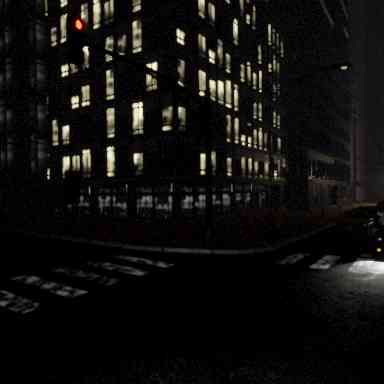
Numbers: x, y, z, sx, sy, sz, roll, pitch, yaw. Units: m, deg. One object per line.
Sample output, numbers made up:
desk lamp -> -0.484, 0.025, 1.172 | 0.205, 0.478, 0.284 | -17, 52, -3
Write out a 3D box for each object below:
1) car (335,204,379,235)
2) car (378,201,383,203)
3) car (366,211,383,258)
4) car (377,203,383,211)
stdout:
car -> 9.584, 1.623, 19.494 | 1.752, 1.417, 4.829 | -2, -1, 34
car -> 22.255, 1.727, 38.434 | 1.887, 1.381, 4.507 | -2, -1, 34
car -> 7.927, 1.620, 12.323 | 1.994, 1.385, 4.181 | 0, -1, 34
car -> 12.823, 1.685, 24.334 | 1.947, 1.339, 4.313 | -2, -1, 34
